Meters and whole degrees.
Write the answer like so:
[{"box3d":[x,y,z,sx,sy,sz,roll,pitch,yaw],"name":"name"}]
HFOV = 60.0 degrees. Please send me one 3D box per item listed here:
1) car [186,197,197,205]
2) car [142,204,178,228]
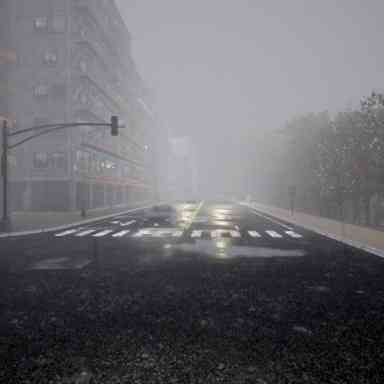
[{"box3d":[-0.039,1.568,59.535,2.033,1.411,5.357,0,0,3],"name":"car"},{"box3d":[-1.977,1.552,22.369,2.033,1.411,5.357,0,0,3],"name":"car"}]
